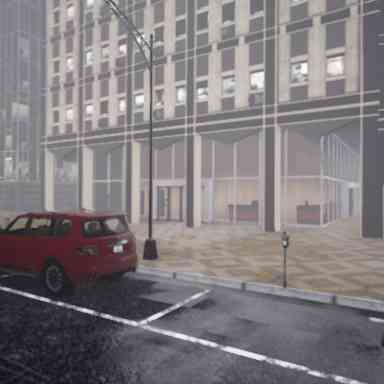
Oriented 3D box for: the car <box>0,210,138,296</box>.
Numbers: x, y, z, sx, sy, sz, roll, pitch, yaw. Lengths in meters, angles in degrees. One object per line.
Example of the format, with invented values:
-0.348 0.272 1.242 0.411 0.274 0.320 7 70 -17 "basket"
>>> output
-3.718 1.404 8.907 5.009 1.841 2.192 0 0 32 "car"
